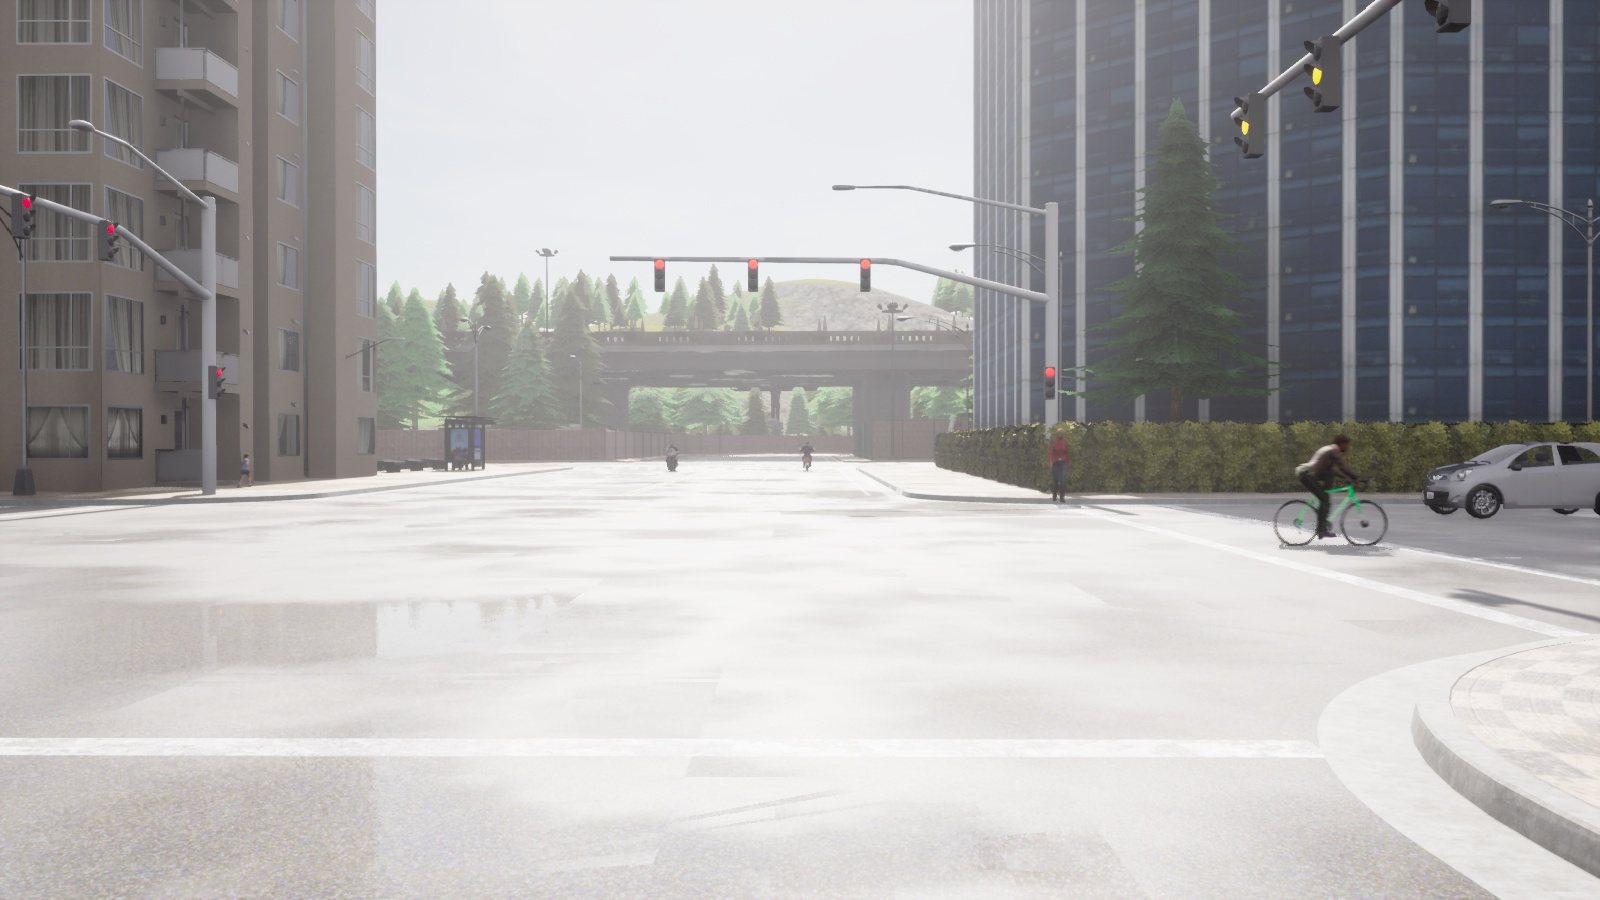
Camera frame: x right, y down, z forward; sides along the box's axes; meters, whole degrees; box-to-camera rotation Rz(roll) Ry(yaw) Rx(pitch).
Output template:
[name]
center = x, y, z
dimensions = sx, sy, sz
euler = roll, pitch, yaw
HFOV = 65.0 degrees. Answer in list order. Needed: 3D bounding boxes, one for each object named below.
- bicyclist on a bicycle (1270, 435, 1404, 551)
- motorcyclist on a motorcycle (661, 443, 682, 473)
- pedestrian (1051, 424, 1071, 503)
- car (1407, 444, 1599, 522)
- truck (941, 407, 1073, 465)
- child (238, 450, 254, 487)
[bicyclist on a bicycle]
center = 7.667, 0.604, 17.966
dimensions = 1.656, 1.620, 0.582
euler = 0, 0, 0
[motorcyclist on a motorcycle]
center = -6.647, 0.408, 65.282
dimensions = 0.866, 1.530, 2.191
euler = 0, 0, 0
[pedestrian]
center = 6.185, 0.315, 29.777
dimensions = 0.331, 1.846, 0.636
euler = 0, 0, 0
[car]
center = 14.359, 0.631, 24.997
dimensions = 3.633, 1.501, 1.845
euler = 0, 0, 0
[truck]
center = 14.019, -0.945, 85.445
dimensions = 8.468, 3.827, 2.891
euler = 0, 0, 0
[child]
center = -16.779, 0.557, 38.034
dimensions = 0.255, 1.110, 0.394
euler = 0, 0, 7
